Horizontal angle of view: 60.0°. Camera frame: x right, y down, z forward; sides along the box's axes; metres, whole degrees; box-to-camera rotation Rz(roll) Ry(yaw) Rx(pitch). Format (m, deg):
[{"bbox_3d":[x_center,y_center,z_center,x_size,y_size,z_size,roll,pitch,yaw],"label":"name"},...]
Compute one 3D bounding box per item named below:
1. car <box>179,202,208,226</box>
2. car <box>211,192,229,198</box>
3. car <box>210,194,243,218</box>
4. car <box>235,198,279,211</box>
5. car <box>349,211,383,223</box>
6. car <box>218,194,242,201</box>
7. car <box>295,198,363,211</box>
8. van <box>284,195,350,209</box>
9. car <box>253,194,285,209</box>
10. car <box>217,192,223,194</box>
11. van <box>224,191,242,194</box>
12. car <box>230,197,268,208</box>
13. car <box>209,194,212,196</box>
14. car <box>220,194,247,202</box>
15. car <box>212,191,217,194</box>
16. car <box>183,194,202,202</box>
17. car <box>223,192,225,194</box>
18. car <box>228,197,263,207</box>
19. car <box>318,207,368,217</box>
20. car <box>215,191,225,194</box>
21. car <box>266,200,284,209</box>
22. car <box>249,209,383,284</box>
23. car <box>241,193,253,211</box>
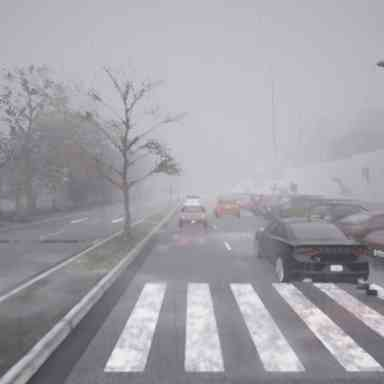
[{"bbox_3d":[0.080,1.597,23.294,1.895,1.301,4.718,0,0,0],"label":"car"},{"bbox_3d":[8.010,0.902,94.653,4.792,1.488,2.163,1,0,-20],"label":"car"},{"bbox_3d":[3.073,1.352,30.588,2.097,1.767,4.553,0,0,0],"label":"car"},{"bbox_3d":[8.006,1.498,40.933,4.792,1.488,2.163,1,1,-20],"label":"car"},{"bbox_3d":[8.036,1.528,11.074,4.792,1.488,2.163,1,0,-20],"label":"car"},{"bbox_3d":[8.002,1.160,70.785,4.674,1.452,2.002,1,1,-20],"label":"car"},{"bbox_3d":[8.028,1.372,17.065,4.553,1.767,2.185,1,0,-20],"label":"car"},{"bbox_3d":[8.165,1.274,20.101,4.442,1.987,1.878,1,0,-20],"label":"van"},{"bbox_3d":[8.026,1.246,26.008,5.566,2.045,2.435,1,0,-20],"label":"car"},{"bbox_3d":[7.841,1.245,61.771,5.366,1.575,1.946,1,1,-20],"label":"car"},{"bbox_3d":[7.918,1.144,52.832,4.442,1.987,1.878,1,1,-20],"label":"van"},{"bbox_3d":[8.054,1.461,46.930,4.792,1.488,2.163,1,0,-20],"label":"car"},{"bbox_3d":[8.025,0.727,82.723,5.566,2.045,2.435,1,0,-20],"label":"car"},{"bbox_3d":[8.038,1.235,64.833,4.792,1.488,2.163,1,1,-20],"label":"car"},{"bbox_3d":[8.008,1.012,79.725,4.892,1.521,2.231,1,1,-20],"label":"car"},{"bbox_3d":[0.062,1.193,40.481,2.150,2.045,5.566,0,1,0],"label":"car"},{"bbox_3d":[7.992,1.207,55.860,4.553,1.767,2.185,1,1,-20],"label":"car"},{"bbox_3d":[8.020,1.441,49.902,4.674,1.452,2.002,1,0,-20],"label":"car"},{"bbox_3d":[8.054,1.538,14.093,4.674,1.452,2.002,1,0,-20],"label":"car"},{"bbox_3d":[7.836,1.155,67.736,5.366,1.575,1.946,1,1,-20],"label":"car"},{"bbox_3d":[8.044,1.499,23.040,4.892,1.521,2.231,1,0,-20],"label":"car"},{"bbox_3d":[3.093,1.480,9.596,1.882,1.535,5.008,0,0,0],"label":"car"},{"bbox_3d":[8.072,1.245,32.005,5.566,2.045,2.435,1,0,-20],"label":"car"}]
